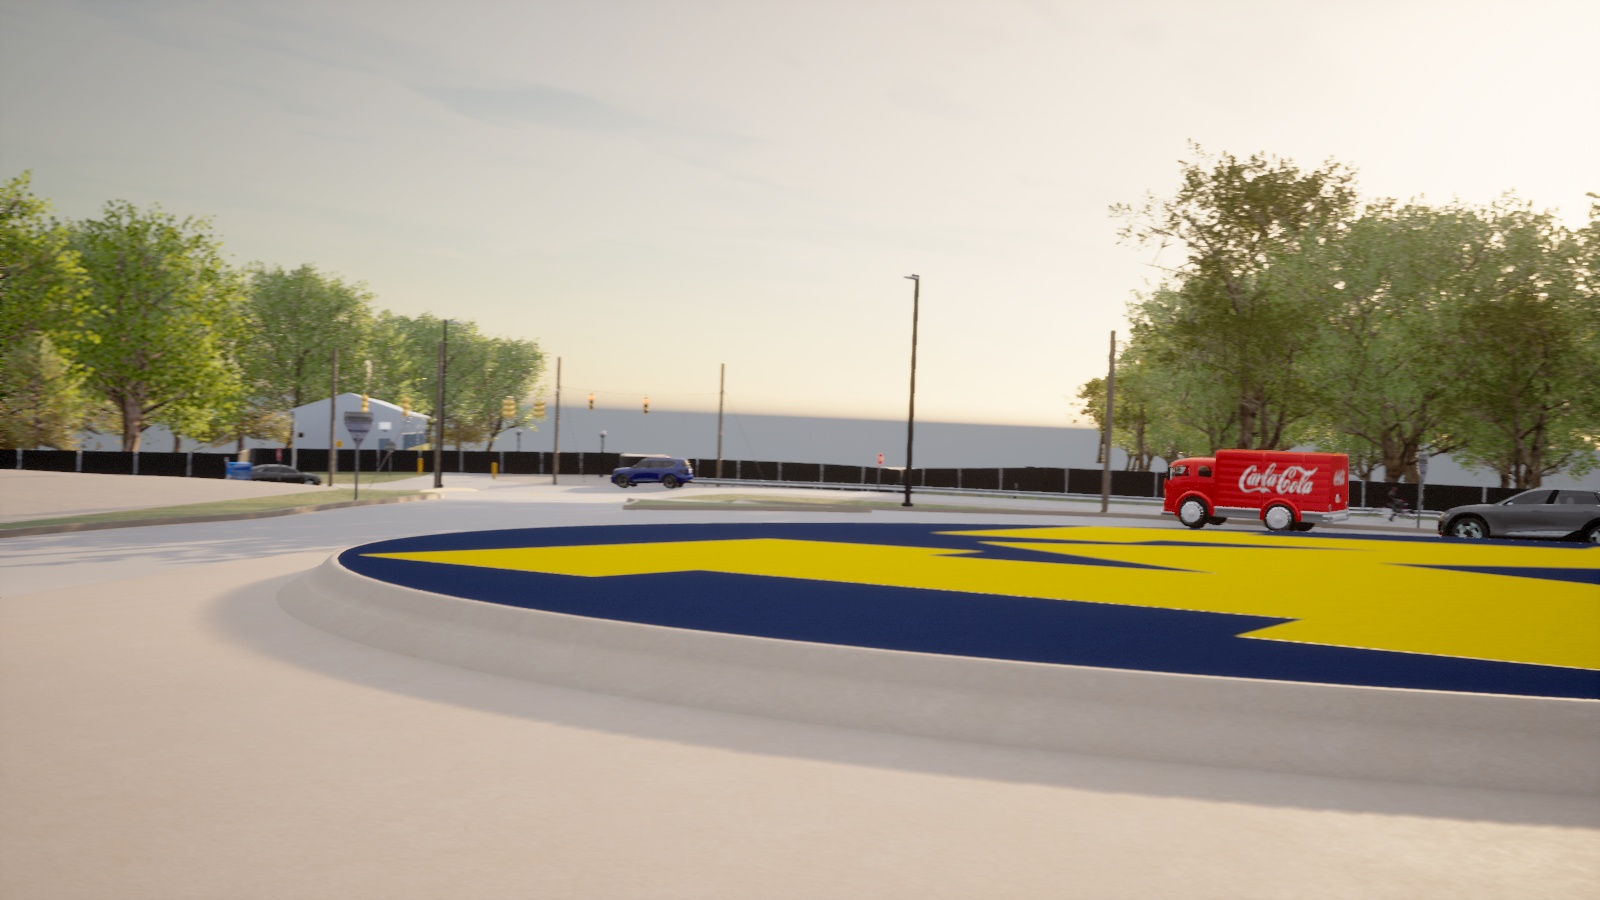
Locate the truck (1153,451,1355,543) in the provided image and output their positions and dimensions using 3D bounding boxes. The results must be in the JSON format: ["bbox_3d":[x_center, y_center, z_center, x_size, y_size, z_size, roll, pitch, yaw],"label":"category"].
[{"bbox_3d":[13.946,1.348,38.713,5.204,2.467,2.627,3,2,38],"label":"truck"}]

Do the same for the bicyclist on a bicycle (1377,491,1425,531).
[{"bbox_3d":[27.976,2.824,58.476,1.843,1.776,0.659,2,1,38],"label":"bicyclist on a bicycle"}]

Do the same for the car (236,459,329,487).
[{"bbox_3d":[-31.665,1.438,76.859,4.892,1.490,1.837,2,2,-35],"label":"car"}]

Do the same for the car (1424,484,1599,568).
[{"bbox_3d":[17.704,1.820,29.620,2.033,1.649,4.856,10,-6,-41],"label":"car"}]

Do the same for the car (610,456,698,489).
[{"bbox_3d":[-9.862,1.500,84.974,5.566,2.045,2.150,1,1,11],"label":"car"}]
